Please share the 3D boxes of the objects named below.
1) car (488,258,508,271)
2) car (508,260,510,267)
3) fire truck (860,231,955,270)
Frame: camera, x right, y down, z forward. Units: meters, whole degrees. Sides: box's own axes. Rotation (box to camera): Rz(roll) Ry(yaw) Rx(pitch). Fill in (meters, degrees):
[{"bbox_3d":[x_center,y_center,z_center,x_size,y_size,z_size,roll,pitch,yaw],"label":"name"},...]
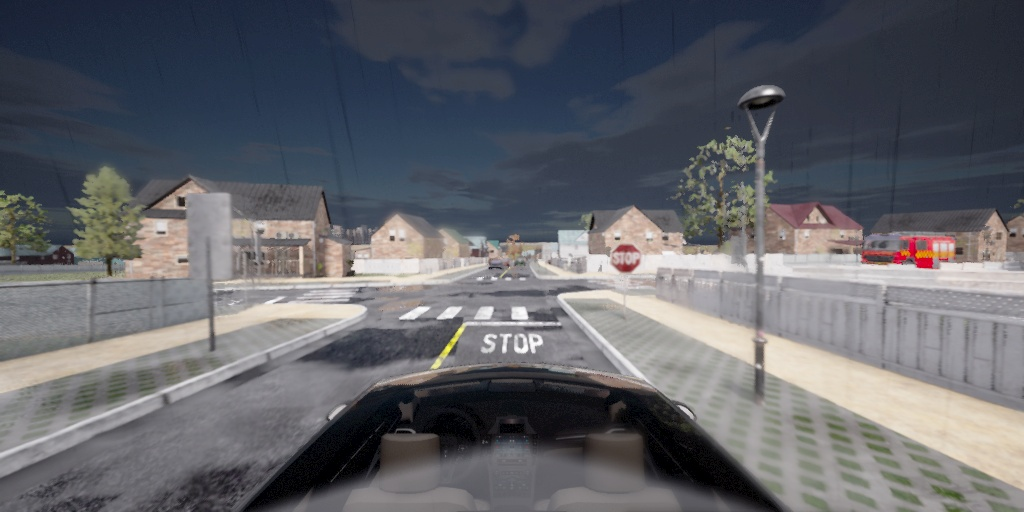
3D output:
[{"bbox_3d":[-2.069,1.188,47.547,2.033,1.411,5.357,0,0,2],"label":"car"},{"bbox_3d":[-1.431,1.148,63.805,1.882,1.535,5.008,0,1,3],"label":"car"},{"bbox_3d":[37.696,-0.379,34.164,8.468,3.827,2.891,0,2,-17],"label":"fire truck"}]
